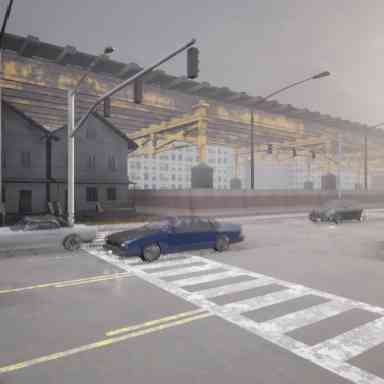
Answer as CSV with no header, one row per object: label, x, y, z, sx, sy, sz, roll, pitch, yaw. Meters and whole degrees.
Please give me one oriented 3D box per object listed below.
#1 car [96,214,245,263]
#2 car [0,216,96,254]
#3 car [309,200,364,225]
car,-0.459,1.547,12.256,5.357,1.411,2.033,0,0,-35
car,-6.117,1.601,12.525,4.718,1.301,1.895,0,0,-35
car,10.644,1.352,24.458,4.553,1.767,2.097,0,0,-35
